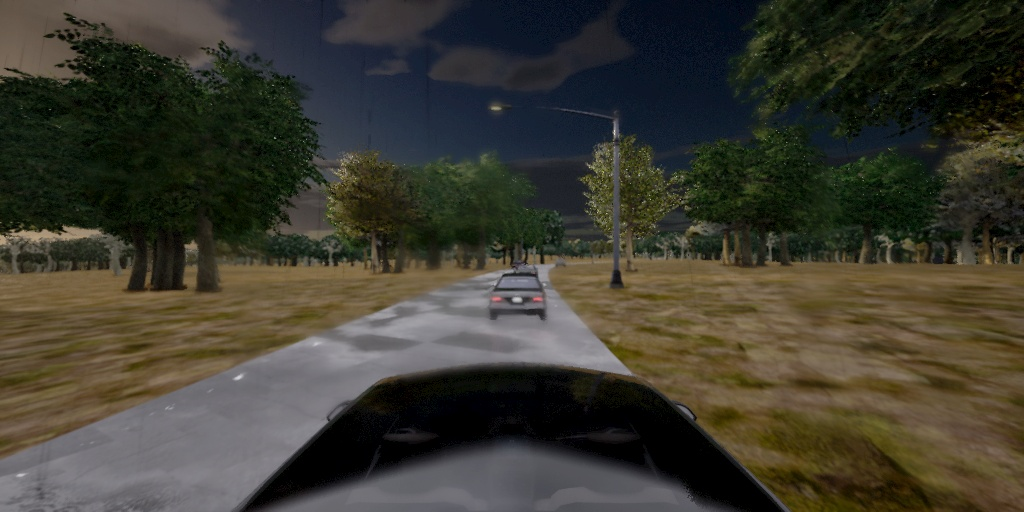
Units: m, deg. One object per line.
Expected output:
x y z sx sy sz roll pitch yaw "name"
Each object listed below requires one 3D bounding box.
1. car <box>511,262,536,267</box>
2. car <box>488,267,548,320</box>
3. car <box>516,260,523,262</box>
1.231 1.372 29.885 1.895 1.301 4.718 0 0 5 "car"
0.264 1.300 12.670 2.033 1.411 5.357 0 0 2 "car"
1.105 1.394 56.899 1.994 1.385 4.181 0 0 9 "car"
